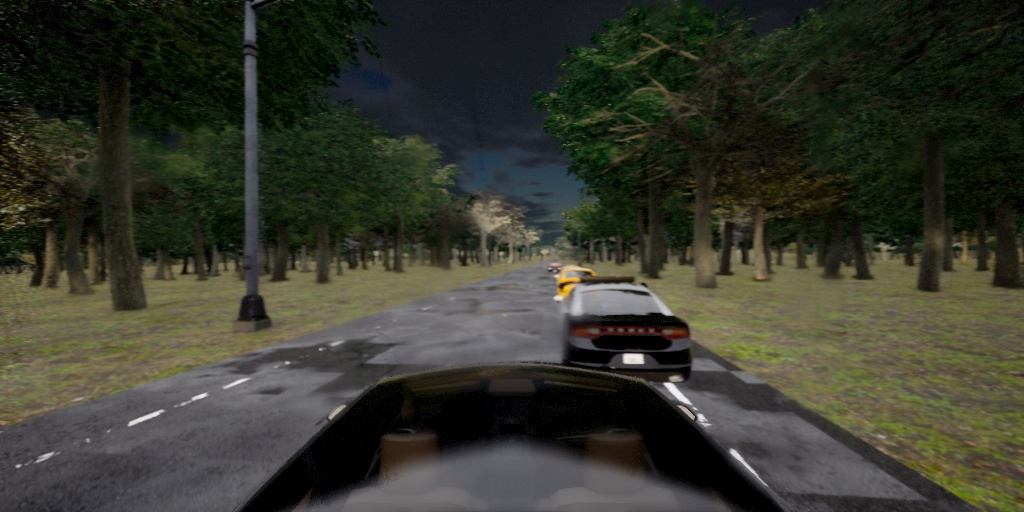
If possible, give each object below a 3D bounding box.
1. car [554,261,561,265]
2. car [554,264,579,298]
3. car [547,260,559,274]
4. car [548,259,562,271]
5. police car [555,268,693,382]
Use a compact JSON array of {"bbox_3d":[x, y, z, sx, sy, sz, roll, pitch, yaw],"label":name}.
[{"bbox_3d":[3.840,1.338,23.359,1.801,1.575,5.366,-1,0,7],"label":"car"},{"bbox_3d":[3.107,1.322,17.212,1.882,1.535,5.008,-1,0,7],"label":"car"},{"bbox_3d":[5.651,1.609,47.112,1.895,1.301,4.718,-1,0,8],"label":"car"},{"bbox_3d":[6.974,1.398,58.524,2.097,1.767,4.553,-1,0,7],"label":"car"},{"bbox_3d":[1.935,1.201,7.390,1.930,1.638,5.238,-1,-1,7],"label":"police car"}]
